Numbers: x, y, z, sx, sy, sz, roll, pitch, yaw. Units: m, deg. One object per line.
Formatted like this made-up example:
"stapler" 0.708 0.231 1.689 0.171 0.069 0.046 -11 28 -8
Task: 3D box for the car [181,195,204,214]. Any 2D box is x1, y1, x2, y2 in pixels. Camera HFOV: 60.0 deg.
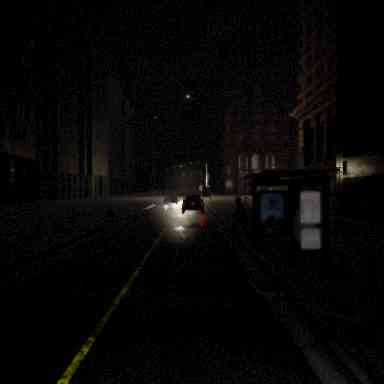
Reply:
"car" 0.089 1.058 31.880 2.097 1.767 4.553 0 1 0

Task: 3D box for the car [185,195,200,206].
"car" 0.077 1.133 45.600 1.994 1.385 4.181 0 0 0

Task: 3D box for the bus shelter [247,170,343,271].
"bus shelter" 3.125 0.778 10.989 1.920 2.740 3.880 0 0 0

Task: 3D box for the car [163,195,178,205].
"car" -3.074 1.106 48.426 1.994 1.385 4.181 0 0 0

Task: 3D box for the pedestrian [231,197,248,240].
"pedestrian" 1.888 1.046 13.329 0.375 1.860 0.375 0 0 -10
